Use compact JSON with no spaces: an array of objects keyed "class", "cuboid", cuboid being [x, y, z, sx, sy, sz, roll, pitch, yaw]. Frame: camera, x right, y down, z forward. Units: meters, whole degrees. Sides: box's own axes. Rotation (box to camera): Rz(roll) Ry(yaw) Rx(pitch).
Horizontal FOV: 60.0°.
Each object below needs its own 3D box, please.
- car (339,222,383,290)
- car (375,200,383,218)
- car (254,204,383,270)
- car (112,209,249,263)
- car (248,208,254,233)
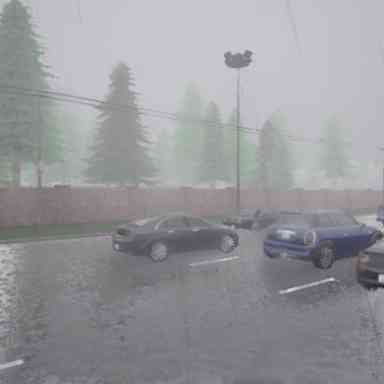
[{"class":"car","cuboid":[5.649,1.534,7.792,4.674,1.442,1.812,0,0,-36]},{"class":"car","cuboid":[18.704,1.507,29.983,5.008,1.535,1.882,0,0,-35]},{"class":"car","cuboid":[4.577,1.361,11.312,4.553,1.767,2.097,0,0,-36]},{"class":"car","cuboid":[-0.426,1.510,12.041,4.892,1.490,1.837,0,0,-35]},{"class":"car","cuboid":[4.044,1.613,19.525,4.718,1.301,1.895,0,0,-36]}]
